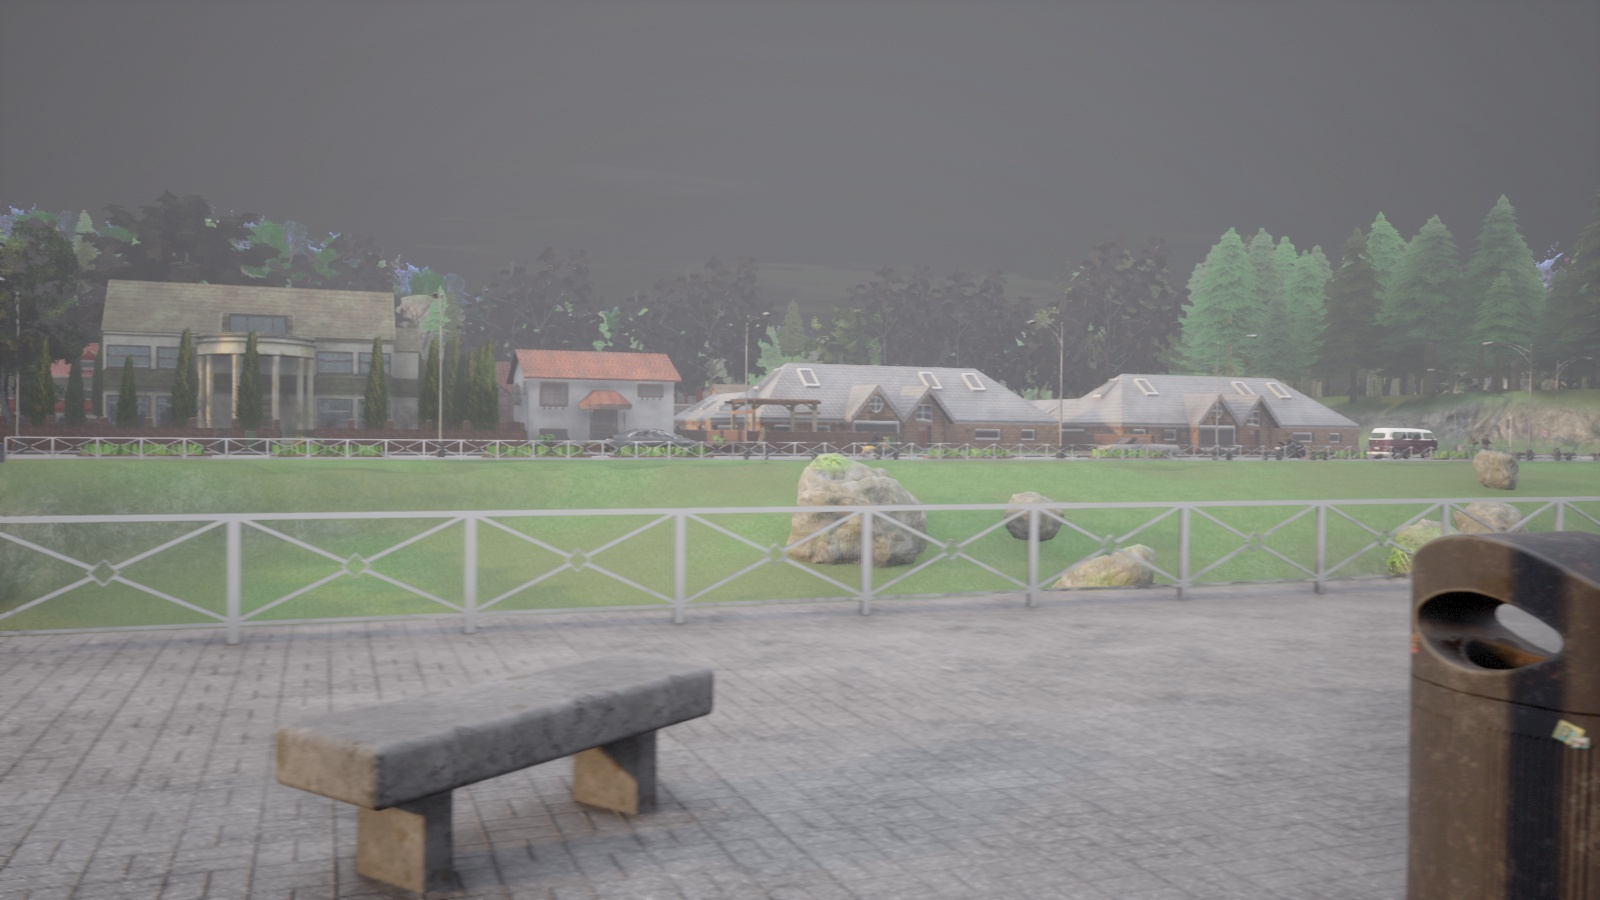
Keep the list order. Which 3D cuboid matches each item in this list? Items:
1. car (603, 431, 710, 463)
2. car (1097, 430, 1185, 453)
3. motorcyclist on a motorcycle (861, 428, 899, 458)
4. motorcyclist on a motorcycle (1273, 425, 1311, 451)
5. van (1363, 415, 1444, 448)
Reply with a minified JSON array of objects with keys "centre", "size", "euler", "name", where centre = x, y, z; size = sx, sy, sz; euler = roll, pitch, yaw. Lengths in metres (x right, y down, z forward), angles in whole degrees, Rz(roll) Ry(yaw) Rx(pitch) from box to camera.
[{"centre":[-7.175,-0.189,62.734],"size":[4.902,1.511,2.128],"euler":[-1,1,-21],"name":"car"},{"centre":[19.845,-0.504,72.987],"size":[4.718,1.301,1.895],"euler":[-1,1,-21],"name":"car"},{"centre":[4.271,-0.386,67.076],"size":[1.817,1.590,0.866],"euler":[-1,1,-21],"name":"motorcyclist on a motorcycle"},{"centre":[30.119,-0.744,76.884],"size":[2.191,1.530,0.866],"euler":[-1,1,-21],"name":"motorcyclist on a motorcycle"},{"centre":[38.465,-1.197,80.048],"size":[4.480,2.038,2.069],"euler":[-1,1,-21],"name":"van"}]
